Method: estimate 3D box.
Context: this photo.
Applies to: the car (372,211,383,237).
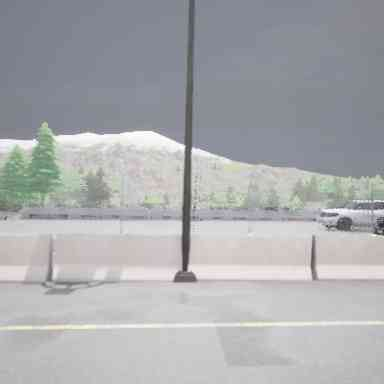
[{"bbox_3d":[12.807,1.870,18.837,4.181,1.385,1.994,1,0,-3],"label":"car"}]
